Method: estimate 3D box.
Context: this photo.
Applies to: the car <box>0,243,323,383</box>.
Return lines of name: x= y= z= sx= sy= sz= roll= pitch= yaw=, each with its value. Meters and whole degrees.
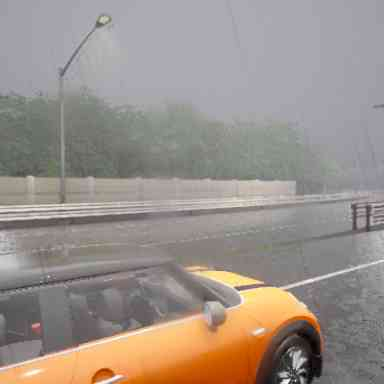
car: x=-0.729 y=1.335 z=3.350 sx=4.553 sy=1.767 sz=2.097 roll=-1 pitch=1 yaw=-35
